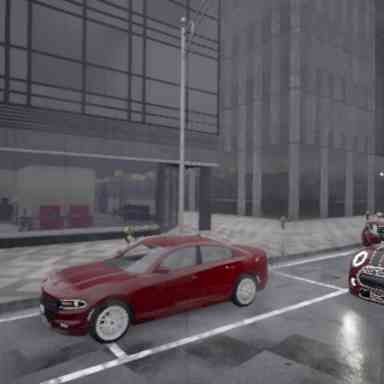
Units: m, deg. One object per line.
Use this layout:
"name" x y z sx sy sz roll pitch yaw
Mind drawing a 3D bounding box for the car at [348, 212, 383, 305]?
"car" 5.417 1.363 7.240 4.553 1.767 2.097 0 0 -35

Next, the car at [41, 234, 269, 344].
"car" -0.466 1.549 6.422 4.507 1.381 1.887 0 1 -35
